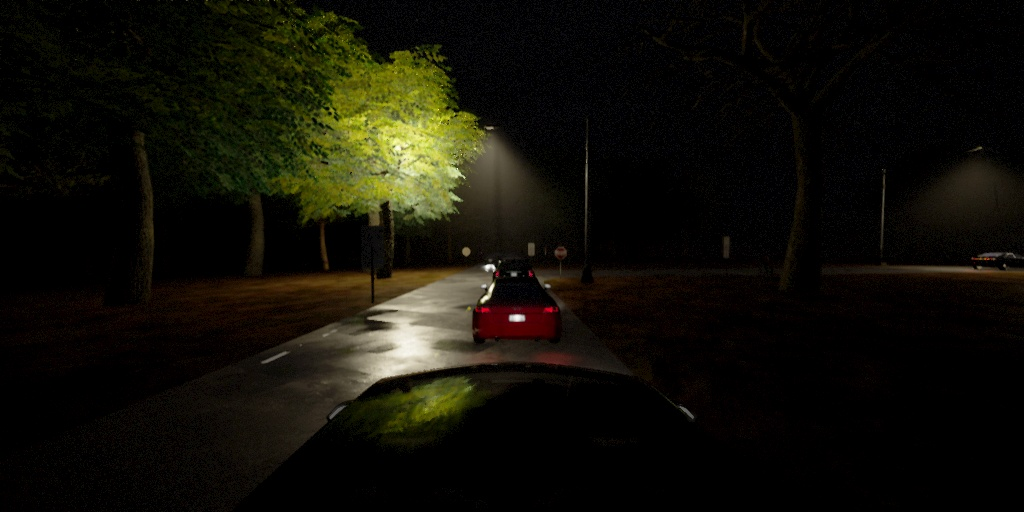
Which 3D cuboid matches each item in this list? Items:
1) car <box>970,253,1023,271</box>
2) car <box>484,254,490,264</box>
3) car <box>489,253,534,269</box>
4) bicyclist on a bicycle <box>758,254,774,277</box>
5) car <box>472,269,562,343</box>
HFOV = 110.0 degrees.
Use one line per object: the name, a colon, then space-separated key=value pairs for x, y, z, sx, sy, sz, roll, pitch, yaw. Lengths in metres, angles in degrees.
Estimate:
car: x=42.491 y=0.453 z=30.968 sx=4.902 sy=1.511 sz=2.128 roll=0 pitch=2 yaw=-7
car: x=-3.029 y=0.445 z=53.402 sx=2.128 sy=1.511 sz=4.902 roll=0 pitch=1 yaw=0
car: x=0.100 y=0.860 z=19.098 sx=2.097 sy=1.767 sz=4.553 roll=0 pitch=1 yaw=0
bicyclist on a bicycle: x=18.568 y=0.706 z=26.244 sx=0.582 sy=1.620 sz=1.656 roll=-1 pitch=0 yaw=0
car: x=0.102 y=1.212 z=9.343 sx=1.994 sy=1.385 sz=4.181 roll=0 pitch=1 yaw=0
